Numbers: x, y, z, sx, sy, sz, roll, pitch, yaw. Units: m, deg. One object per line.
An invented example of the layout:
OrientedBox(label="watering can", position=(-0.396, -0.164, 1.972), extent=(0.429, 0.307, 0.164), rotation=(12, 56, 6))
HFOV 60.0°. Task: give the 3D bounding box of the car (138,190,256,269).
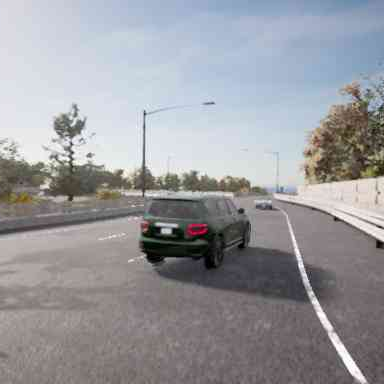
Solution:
OrientedBox(label="car", position=(0.370, 1.089, 11.090), extent=(2.150, 2.045, 5.566), rotation=(1, 1, 23))

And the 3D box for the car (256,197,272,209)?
OrientedBox(label="car", position=(8.246, 1.223, 38.870), extent=(1.895, 1.301, 4.718), rotation=(1, 1, 8))
